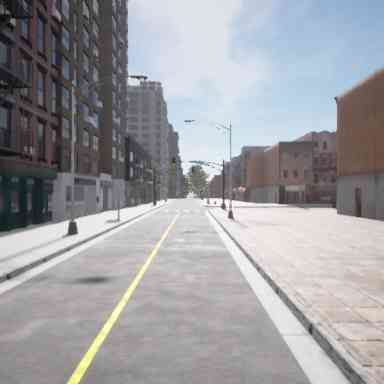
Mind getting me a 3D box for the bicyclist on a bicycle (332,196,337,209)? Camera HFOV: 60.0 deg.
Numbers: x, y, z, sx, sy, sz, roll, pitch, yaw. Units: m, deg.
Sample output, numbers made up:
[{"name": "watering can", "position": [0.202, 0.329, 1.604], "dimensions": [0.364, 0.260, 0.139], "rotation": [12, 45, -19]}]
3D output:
[{"name": "bicyclist on a bicycle", "position": [17.379, 1.305, 40.483], "dimensions": [0.582, 1.620, 1.656], "rotation": [0, 0, 0]}]
